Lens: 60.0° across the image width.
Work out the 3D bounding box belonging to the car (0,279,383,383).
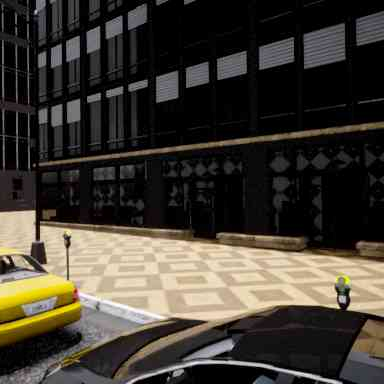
[{"bbox_3d":[0.683,1.566,2.359,4.313,1.339,1.947,0,-1,36],"label":"car"}]

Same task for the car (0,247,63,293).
[{"bbox_3d":[-3.951,1.527,5.874,4.829,1.417,1.752,0,-1,36],"label":"car"}]
